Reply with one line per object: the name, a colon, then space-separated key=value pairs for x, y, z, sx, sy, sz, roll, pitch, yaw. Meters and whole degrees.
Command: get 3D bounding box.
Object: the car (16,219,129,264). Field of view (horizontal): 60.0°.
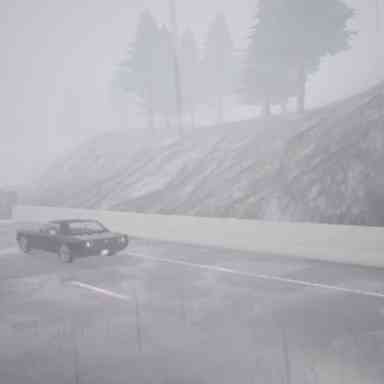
car: x=-4.497 y=1.632 z=12.036 sx=4.718 sy=1.301 sz=1.895 roll=0 pitch=0 yaw=39
